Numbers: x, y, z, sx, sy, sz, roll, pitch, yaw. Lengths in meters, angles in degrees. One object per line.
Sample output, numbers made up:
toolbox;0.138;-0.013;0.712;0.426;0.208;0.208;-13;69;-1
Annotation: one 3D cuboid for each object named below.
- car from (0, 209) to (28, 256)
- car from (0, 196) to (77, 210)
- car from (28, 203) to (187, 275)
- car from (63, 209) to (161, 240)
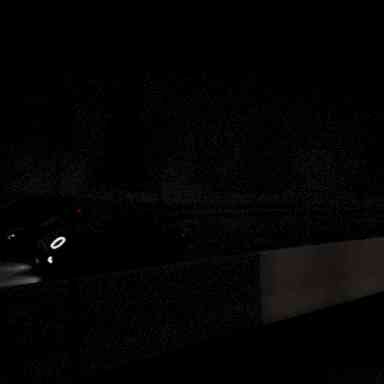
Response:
car;-4.958;1.539;13.191;4.674;1.442;1.812;1;0;-34
car;-9.144;1.225;18.824;5.566;2.045;2.150;1;0;-34
car;-2.484;1.374;10.636;4.553;1.767;2.097;1;0;-34
car;-4.231;1.638;17.898;4.718;1.301;1.895;1;0;-33
